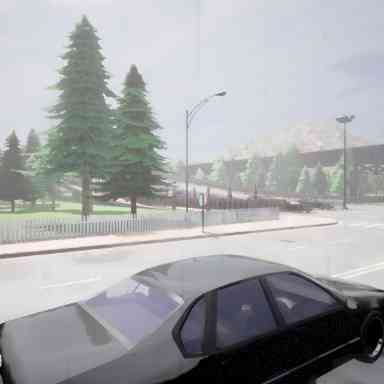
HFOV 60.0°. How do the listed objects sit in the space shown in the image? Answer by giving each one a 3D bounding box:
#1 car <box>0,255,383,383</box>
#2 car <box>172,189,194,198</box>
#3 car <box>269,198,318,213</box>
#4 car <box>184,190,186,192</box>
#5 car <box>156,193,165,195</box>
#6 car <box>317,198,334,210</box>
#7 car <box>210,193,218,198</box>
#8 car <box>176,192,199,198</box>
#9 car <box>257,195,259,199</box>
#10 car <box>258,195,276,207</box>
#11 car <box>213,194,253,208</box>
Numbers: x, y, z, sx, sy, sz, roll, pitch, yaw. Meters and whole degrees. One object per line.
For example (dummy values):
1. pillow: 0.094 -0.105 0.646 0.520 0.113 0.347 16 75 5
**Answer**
1. car: 0.533 1.547 4.125 5.357 1.411 2.033 0 0 -35
2. car: -1.835 0.235 65.418 1.895 1.301 4.718 0 6 -36
3. car: 10.990 1.600 36.709 1.895 1.301 4.718 0 0 -36
4. car: -0.456 0.846 57.692 1.994 1.385 4.181 0 4 -37
5. car: -6.612 0.284 60.093 1.837 1.490 4.892 0 6 -37
6. car: 15.573 1.485 42.315 2.128 1.511 4.902 0 0 -37
7. car: 5.524 1.335 49.762 2.128 1.511 4.902 0 2 -37
8. car: -0.534 1.154 51.975 1.994 1.385 4.181 0 3 -37
9. car: 10.094 1.282 49.529 2.097 1.767 4.553 0 1 -37
10. car: 11.297 1.469 42.158 1.882 1.535 5.008 0 0 -37
11. car: 5.484 1.453 44.024 2.128 1.511 4.902 0 1 -37
